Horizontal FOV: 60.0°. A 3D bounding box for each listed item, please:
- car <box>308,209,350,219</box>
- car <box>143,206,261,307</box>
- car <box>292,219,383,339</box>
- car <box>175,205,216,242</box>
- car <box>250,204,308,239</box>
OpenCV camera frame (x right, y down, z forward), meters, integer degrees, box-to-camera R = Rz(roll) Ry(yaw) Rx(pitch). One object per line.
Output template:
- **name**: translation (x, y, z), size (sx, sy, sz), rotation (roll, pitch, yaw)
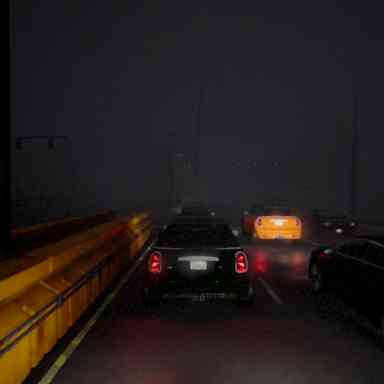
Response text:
- **car**: translation (7.157, 1.590, 18.378), size (1.895, 1.301, 4.718), rotation (0, 0, 0)
- **car**: translation (0.123, 1.347, 8.137), size (2.097, 1.767, 4.553), rotation (0, 0, 0)
- **car**: translation (3.616, 1.488, 5.850), size (2.128, 1.511, 4.902), rotation (0, 0, 0)
- **car**: translation (0.154, 1.495, 17.313), size (1.837, 1.490, 4.892), rotation (0, 0, 0)
- **car**: translation (3.651, 1.343, 16.008), size (2.097, 1.767, 4.553), rotation (0, 0, 0)
